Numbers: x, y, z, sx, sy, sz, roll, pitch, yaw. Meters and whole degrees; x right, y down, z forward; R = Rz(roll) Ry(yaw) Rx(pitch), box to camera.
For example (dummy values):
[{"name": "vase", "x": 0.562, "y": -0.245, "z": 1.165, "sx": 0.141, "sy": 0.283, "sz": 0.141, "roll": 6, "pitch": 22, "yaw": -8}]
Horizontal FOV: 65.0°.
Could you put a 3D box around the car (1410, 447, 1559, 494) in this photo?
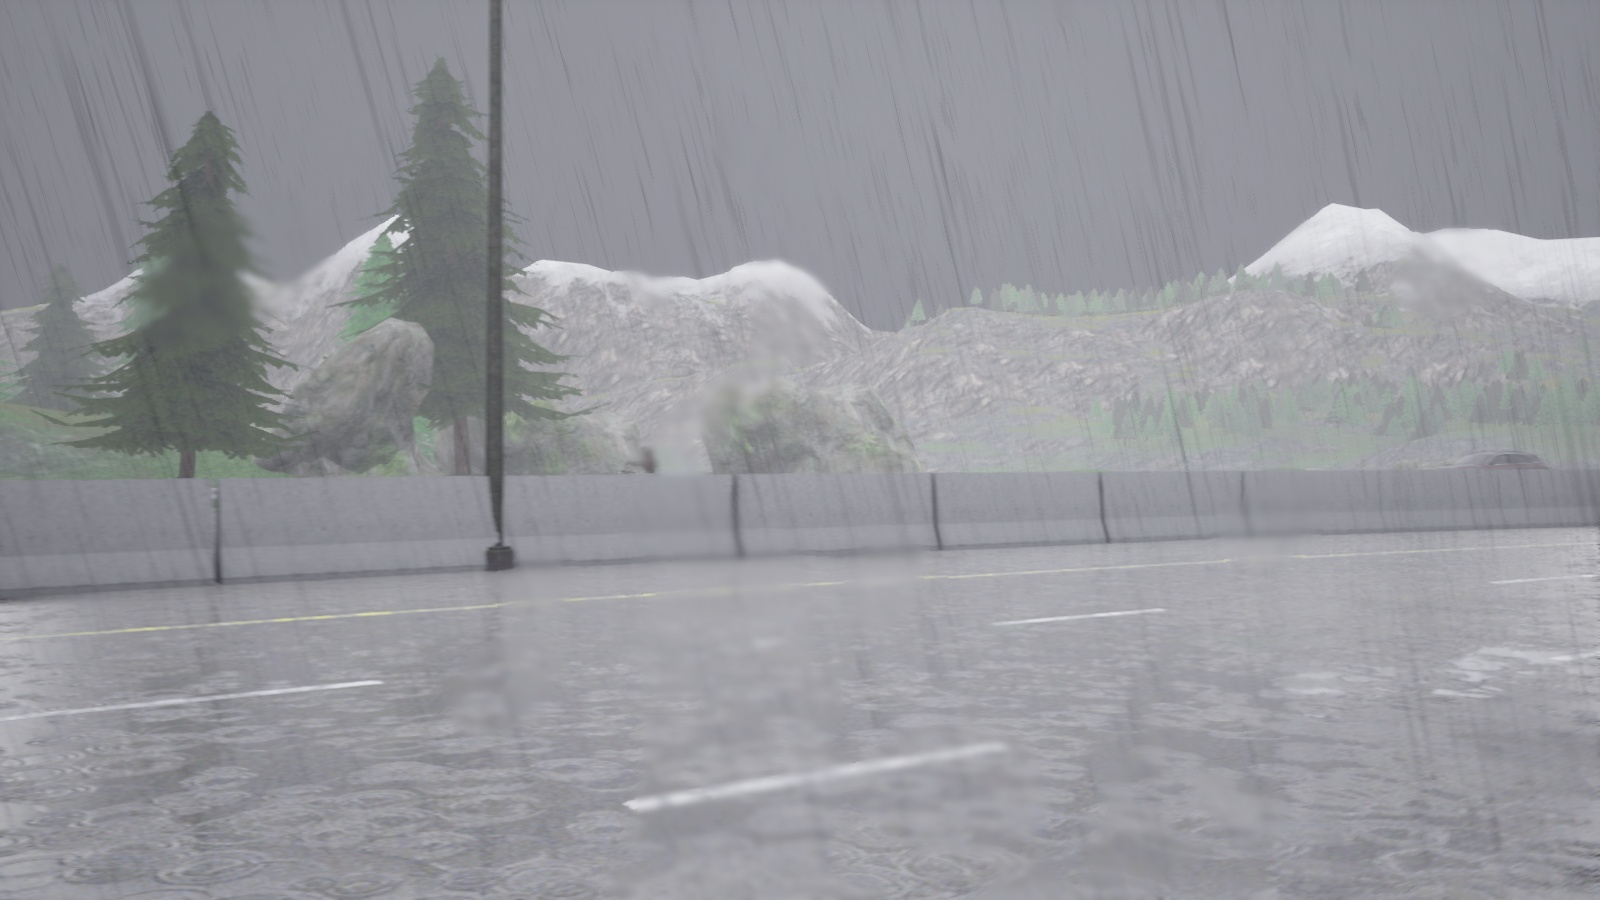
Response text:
[{"name": "car", "x": 25.275, "y": 0.731, "z": 46.403, "sx": 4.856, "sy": 1.649, "sz": 2.033, "roll": 0, "pitch": 0, "yaw": -17}]
